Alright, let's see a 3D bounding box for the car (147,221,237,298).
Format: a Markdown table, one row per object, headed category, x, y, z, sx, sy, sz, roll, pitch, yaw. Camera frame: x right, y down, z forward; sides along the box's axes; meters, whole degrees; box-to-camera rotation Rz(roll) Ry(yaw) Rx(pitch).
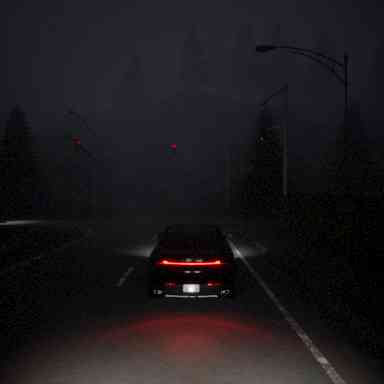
| category | x | y | z | sx | sy | sz | roll | pitch | yaw |
| --- | --- | --- | --- | --- | --- | --- | --- | --- | --- |
| car | 0.028 | 1.505 | 8.477 | 1.837 | 1.490 | 4.892 | 0 | 0 | 1 |
